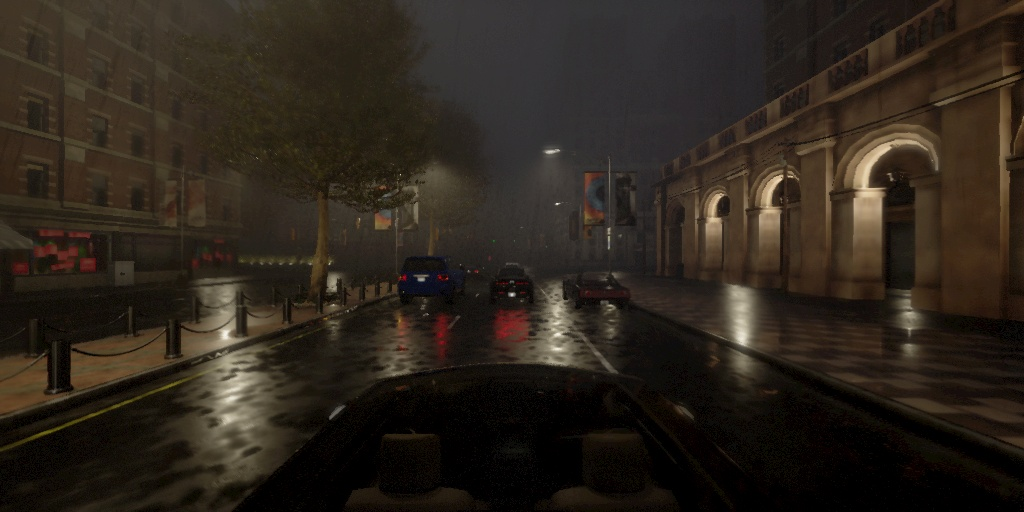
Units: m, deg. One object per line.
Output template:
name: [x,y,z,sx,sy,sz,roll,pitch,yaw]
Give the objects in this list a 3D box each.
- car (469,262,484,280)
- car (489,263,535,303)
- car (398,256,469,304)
car: [-3.500,1.312,31.500,2.033,1.411,5.357,0,0,0]
car: [0.000,1.265,16.500,1.837,1.490,4.892,0,0,0]
car: [-3.500,1.007,16.530,2.150,2.045,5.566,0,0,0]
